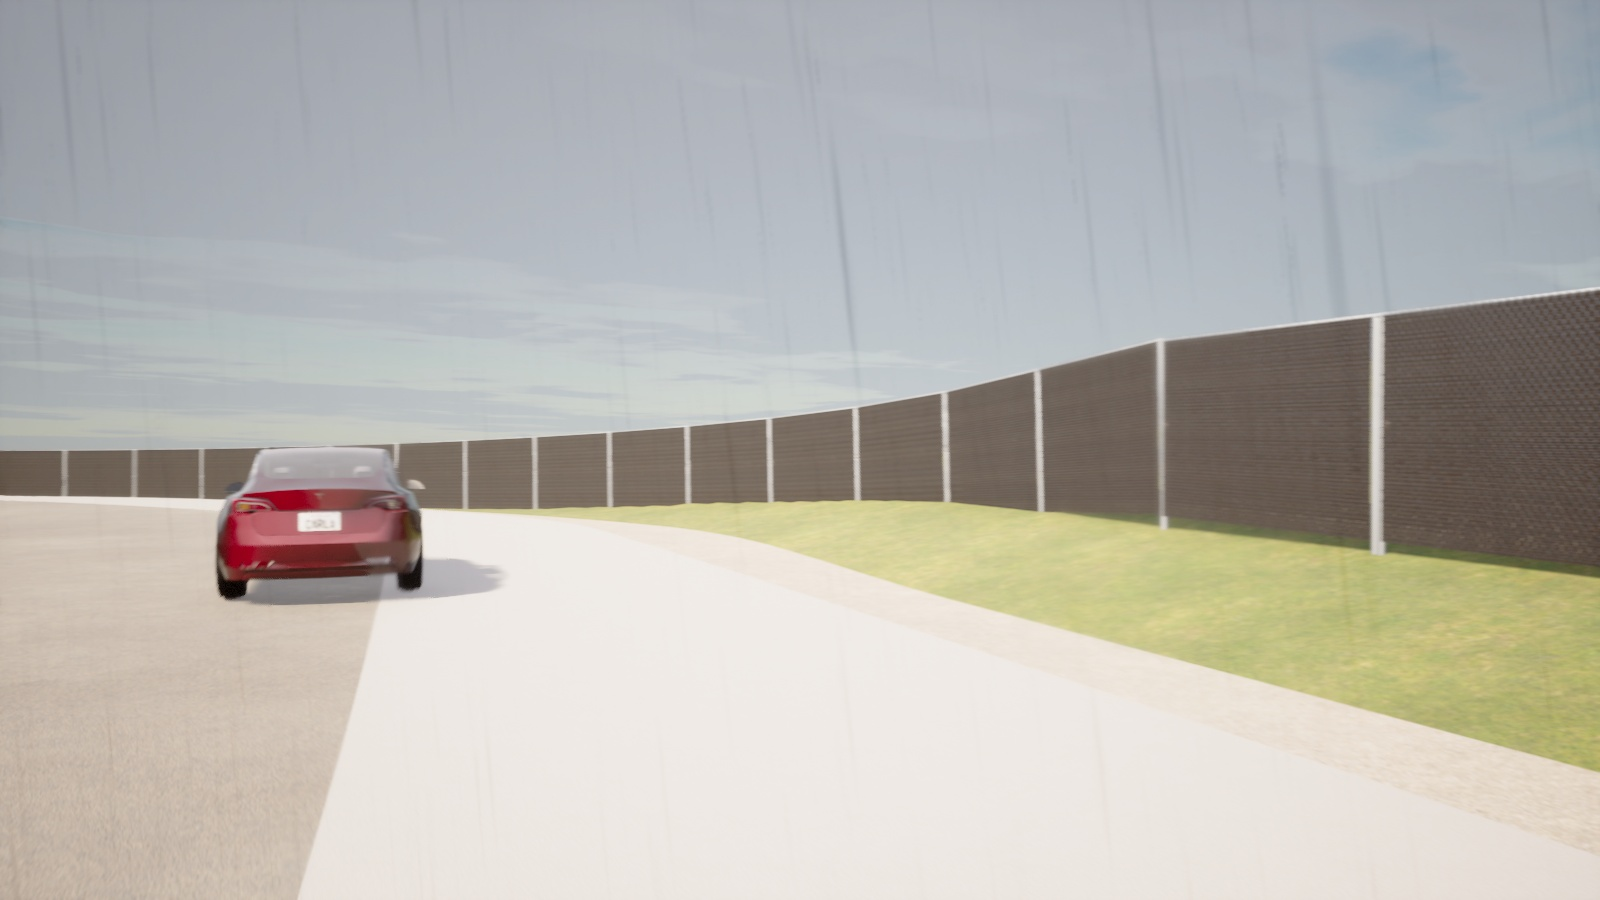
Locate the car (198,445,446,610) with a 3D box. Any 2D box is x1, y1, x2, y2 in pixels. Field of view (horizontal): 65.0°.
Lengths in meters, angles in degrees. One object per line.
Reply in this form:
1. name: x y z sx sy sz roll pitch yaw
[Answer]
1. car: -5.239 0.697 14.031 2.163 1.488 4.792 0 0 -19
